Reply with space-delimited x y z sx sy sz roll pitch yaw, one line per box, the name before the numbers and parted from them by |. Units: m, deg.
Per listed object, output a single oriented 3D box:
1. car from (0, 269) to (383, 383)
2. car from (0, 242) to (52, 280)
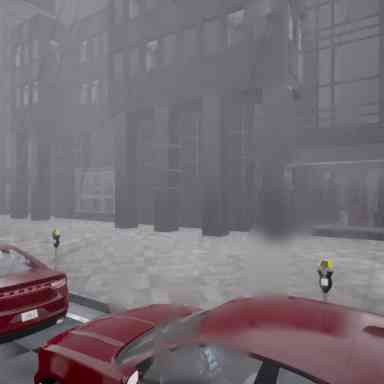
car | 0.565 1.545 2.557 4.507 1.381 1.887 0 0 35
car | -4.026 1.545 5.825 4.507 1.381 1.887 0 0 35
